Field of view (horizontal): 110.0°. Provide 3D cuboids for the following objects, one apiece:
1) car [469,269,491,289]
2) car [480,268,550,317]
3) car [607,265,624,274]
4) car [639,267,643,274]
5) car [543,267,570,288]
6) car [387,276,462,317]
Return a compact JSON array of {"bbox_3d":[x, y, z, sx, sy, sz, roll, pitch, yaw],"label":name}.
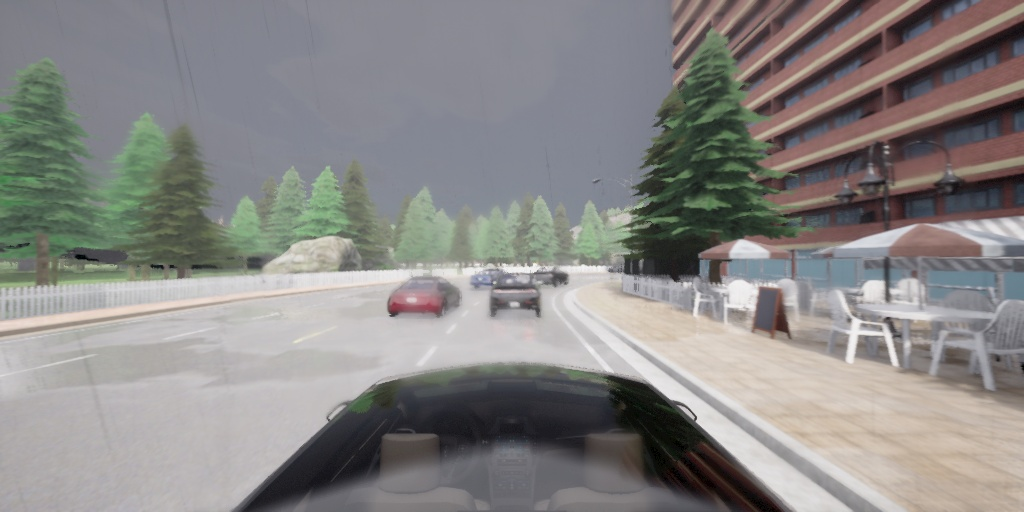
[{"bbox_3d":[-1.217,1.622,26.142,2.033,1.411,5.357,0,-1,20],"label":"car"},{"bbox_3d":[0.222,1.406,14.065,2.128,1.511,4.902,0,-1,3],"label":"car"},{"bbox_3d":[16.751,2.023,55.114,4.181,1.385,1.994,0,-1,-24],"label":"car"},{"bbox_3d":[19.960,1.975,52.746,5.357,1.411,2.033,0,-1,-21],"label":"car"},{"bbox_3d":[3.028,1.579,27.170,2.128,1.511,4.902,0,-1,23],"label":"car"},{"bbox_3d":[-3.269,1.478,14.076,1.994,1.385,4.181,0,-1,3],"label":"car"}]
